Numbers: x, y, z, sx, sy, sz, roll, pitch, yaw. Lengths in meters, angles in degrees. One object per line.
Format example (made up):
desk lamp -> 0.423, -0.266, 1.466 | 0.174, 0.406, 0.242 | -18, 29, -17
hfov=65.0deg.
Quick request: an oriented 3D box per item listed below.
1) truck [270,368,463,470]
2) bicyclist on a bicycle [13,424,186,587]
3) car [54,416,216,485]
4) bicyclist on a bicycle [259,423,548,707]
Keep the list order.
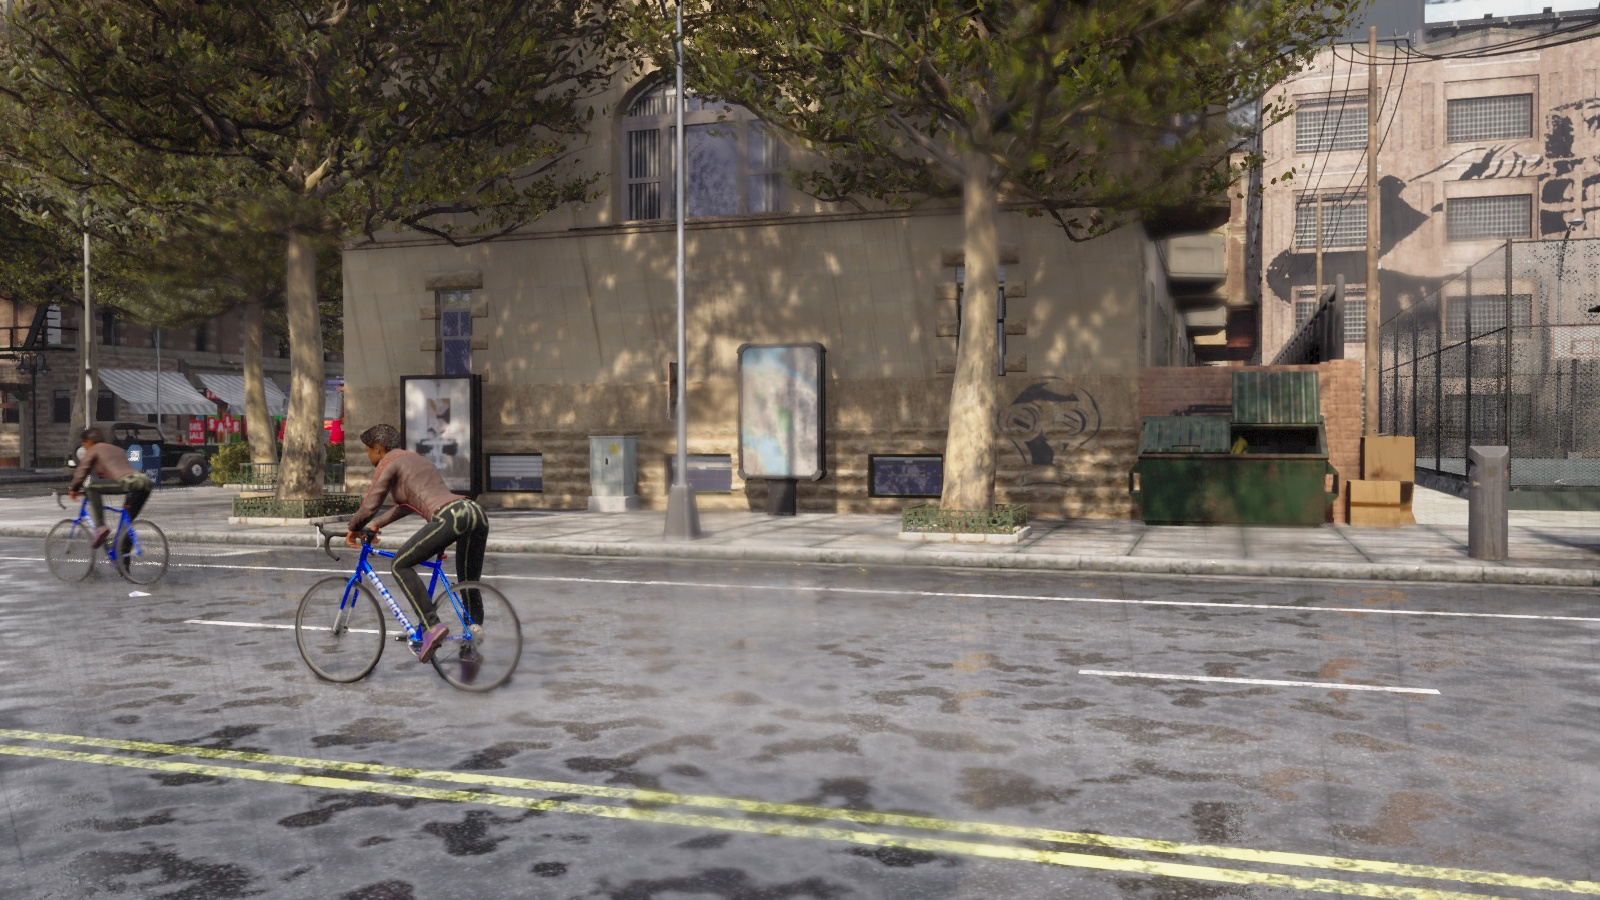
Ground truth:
truck -> -17.521, -1.230, 51.577 | 2.891, 3.827, 8.468 | 1, 1, 19
bicyclist on a bicycle -> -7.252, 0.544, 13.002 | 1.656, 1.620, 0.582 | 0, 1, 19
car -> -19.064, -0.029, 36.201 | 1.905, 1.878, 3.866 | 1, 1, 19
bicyclist on a bicycle -> -2.426, 0.647, 7.694 | 1.656, 1.620, 0.582 | 0, 1, 19
